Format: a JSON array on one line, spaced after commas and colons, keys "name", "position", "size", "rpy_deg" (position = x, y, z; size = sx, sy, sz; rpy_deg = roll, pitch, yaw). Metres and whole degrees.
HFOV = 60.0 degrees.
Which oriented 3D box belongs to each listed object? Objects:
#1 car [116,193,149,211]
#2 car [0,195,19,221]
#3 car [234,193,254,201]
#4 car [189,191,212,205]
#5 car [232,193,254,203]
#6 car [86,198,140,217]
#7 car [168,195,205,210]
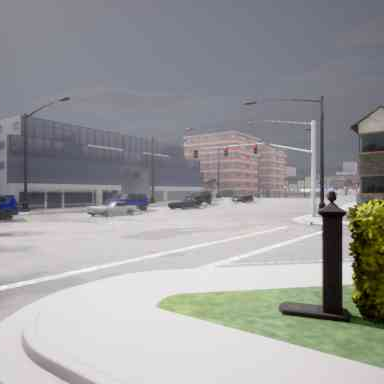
[{"name": "car", "position": [-7.237, 1.164, 37.164], "size": [2.150, 2.045, 5.566], "rpy_deg": [0, 0, 35]}, {"name": "car", "position": [-15.946, 1.235, 24.790], "size": [2.150, 2.045, 5.566], "rpy_deg": [0, 0, 35]}, {"name": "car", "position": [9.599, 0.892, 61.120], "size": [1.895, 1.301, 4.718], "rpy_deg": [0, 1, 35]}, {"name": "car", "position": [0.800, 0.906, 48.625], "size": [2.150, 2.045, 5.566], "rpy_deg": [0, 2, 35]}, {"name": "car", "position": [8.107, 0.962, 52.932], "size": [2.128, 1.511, 4.902], "rpy_deg": [0, 2, 35]}, {"name": "car", "position": [-7.404, 1.562, 30.814], "size": [1.895, 1.301, 4.718], "rpy_deg": [0, 0, 35]}, {"name": "car", "position": [-0.865, 1.450, 40.142], "size": [1.895, 1.301, 4.718], "rpy_deg": [0, 1, 35]}]
